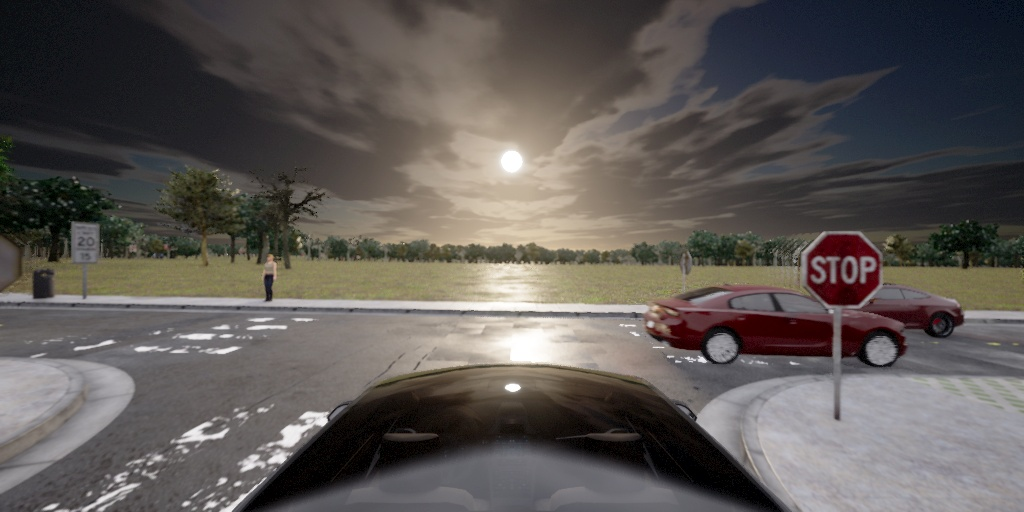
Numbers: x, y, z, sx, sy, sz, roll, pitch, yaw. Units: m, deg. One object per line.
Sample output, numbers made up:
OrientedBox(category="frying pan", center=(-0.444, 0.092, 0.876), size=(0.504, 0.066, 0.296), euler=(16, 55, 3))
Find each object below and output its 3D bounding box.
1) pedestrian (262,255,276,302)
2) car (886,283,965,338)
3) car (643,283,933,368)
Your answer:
OrientedBox(category="pedestrian", center=(-9.457, 0.846, 13.945), size=(0.375, 1.860, 0.375), euler=(0, -1, 1))
OrientedBox(category="car", center=(10.494, 1.514, 10.714), size=(4.674, 1.442, 1.812), euler=(1, 0, 1))
OrientedBox(category="car", center=(5.514, 1.382, 7.845), size=(5.008, 1.535, 1.882), euler=(1, 0, 1))
